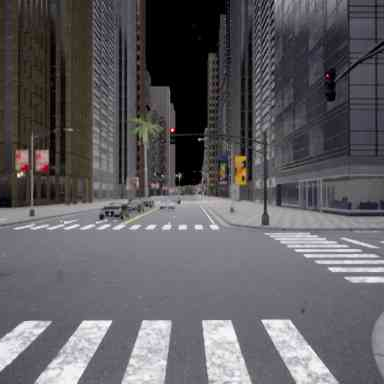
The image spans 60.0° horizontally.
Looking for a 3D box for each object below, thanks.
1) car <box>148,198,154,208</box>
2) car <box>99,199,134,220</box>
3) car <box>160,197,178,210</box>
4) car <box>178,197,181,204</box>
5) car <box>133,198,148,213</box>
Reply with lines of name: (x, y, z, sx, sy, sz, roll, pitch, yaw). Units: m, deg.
car: (-6.678, 1.664, 49.489, 2.033, 1.411, 5.357, 0, 0, 0)
car: (-6.640, 1.616, 28.918, 1.994, 1.385, 4.181, 0, 0, 1)
car: (-3.239, 1.701, 45.292, 1.895, 1.301, 4.718, 0, 0, 0)
car: (-3.283, 1.761, 69.422, 1.994, 1.385, 4.181, 0, 0, 0)
car: (-6.665, 1.584, 38.861, 1.837, 1.490, 4.892, 0, 0, 0)
